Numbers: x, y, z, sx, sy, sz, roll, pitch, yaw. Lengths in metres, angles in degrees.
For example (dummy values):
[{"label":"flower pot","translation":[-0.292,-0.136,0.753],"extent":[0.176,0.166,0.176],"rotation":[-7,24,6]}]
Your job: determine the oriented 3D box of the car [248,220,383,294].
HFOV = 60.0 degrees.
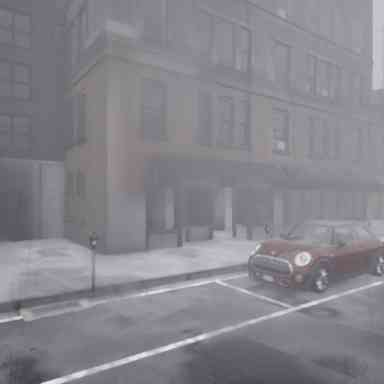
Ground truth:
[{"label":"car","translation":[3.408,1.514,8.961],"extent":[4.097,1.590,1.967],"rotation":[1,0,-35]}]
